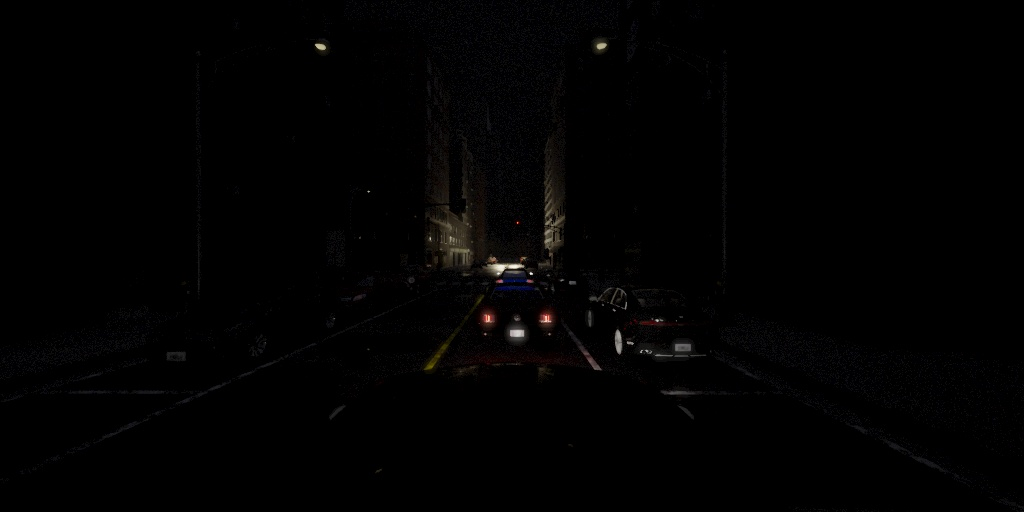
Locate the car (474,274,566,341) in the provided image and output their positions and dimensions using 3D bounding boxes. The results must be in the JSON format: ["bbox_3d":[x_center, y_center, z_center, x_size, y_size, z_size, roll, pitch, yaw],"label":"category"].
[{"bbox_3d":[0.120,1.351,9.816,1.895,1.301,4.718,0,0,0],"label":"car"}]

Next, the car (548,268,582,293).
[{"bbox_3d":[2.909,1.317,19.194,1.948,1.339,4.313,0,0,0],"label":"car"}]

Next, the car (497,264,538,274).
[{"bbox_3d":[0.148,1.315,18.576,1.994,1.385,4.181,0,0,1],"label":"car"}]

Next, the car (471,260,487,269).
[{"bbox_3d":[-5.468,1.368,56.322,1.802,1.307,4.207,0,0,0],"label":"car"}]

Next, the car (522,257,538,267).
[{"bbox_3d":[3.057,1.226,56.283,1.967,1.591,4.097,0,0,0],"label":"car"}]

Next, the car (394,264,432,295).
[{"bbox_3d":[-5.616,1.191,19.220,1.967,1.591,4.097,0,0,0],"label":"car"}]

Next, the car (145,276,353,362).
[{"bbox_3d":[-5.649,1.316,8.218,1.948,1.339,4.313,0,0,0],"label":"car"}]

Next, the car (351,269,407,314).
[{"bbox_3d":[-5.633,1.332,13.719,1.802,1.307,4.207,0,0,0],"label":"car"}]

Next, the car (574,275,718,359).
[{"bbox_3d":[2.876,1.300,8.192,2.007,1.370,4.403,0,0,0],"label":"car"}]
